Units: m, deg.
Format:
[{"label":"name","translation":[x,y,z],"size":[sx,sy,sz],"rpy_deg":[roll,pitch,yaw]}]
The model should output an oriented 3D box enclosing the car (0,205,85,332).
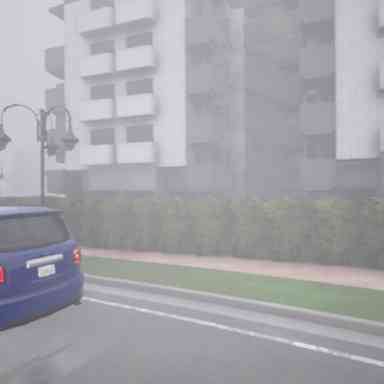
[{"label":"car","translation":[-4.550,1.271,6.057],"size":[5.566,2.045,2.150],"rpy_deg":[-1,0,26]}]
